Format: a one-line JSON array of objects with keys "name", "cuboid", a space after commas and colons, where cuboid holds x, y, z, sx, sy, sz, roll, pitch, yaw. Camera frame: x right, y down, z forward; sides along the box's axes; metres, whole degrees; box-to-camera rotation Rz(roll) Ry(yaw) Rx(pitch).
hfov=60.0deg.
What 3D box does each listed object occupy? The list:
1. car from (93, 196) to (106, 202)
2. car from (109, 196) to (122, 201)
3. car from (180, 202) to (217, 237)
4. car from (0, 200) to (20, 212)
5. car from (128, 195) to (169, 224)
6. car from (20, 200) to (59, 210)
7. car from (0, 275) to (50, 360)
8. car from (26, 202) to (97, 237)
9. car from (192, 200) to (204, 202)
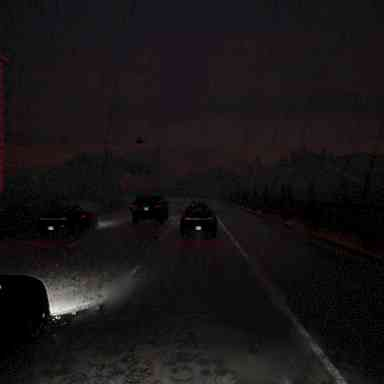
[{"name": "car", "cuboid": [-19.842, 1.600, 71.488, 1.994, 1.385, 4.181, 0, 0, 1]}, {"name": "car", "cuboid": [-16.343, 1.573, 71.428, 1.812, 1.442, 4.674, 0, 0, 1]}, {"name": "car", "cuboid": [0.358, 1.504, 18.299, 2.128, 1.511, 4.902, 0, 0, 1]}, {"name": "car", "cuboid": [-17.129, 1.489, 30.829, 1.882, 1.535, 5.008, 0, 0, 1]}, {"name": "car", "cuboid": [-3.030, 1.236, 25.069, 2.150, 2.045, 5.566, 0, 0, 1]}, {"name": "car", "cuboid": [-13.625, 1.518, 31.048, 1.837, 1.490, 4.892, 0, 0, 1]}, {"name": "car", "cuboid": [-3.349, 1.565, 3.831, 1.994, 1.385, 4.181, 0, 0, 1]}, {"name": "car", "cuboid": [-6.645, 1.500, 18.181, 2.128, 1.511, 4.902, 0, 0, 1]}, {"name": "car", "cuboid": [0.730, 1.628, 40.223, 1.895, 1.301, 4.718, 0, 0, 1]}]
